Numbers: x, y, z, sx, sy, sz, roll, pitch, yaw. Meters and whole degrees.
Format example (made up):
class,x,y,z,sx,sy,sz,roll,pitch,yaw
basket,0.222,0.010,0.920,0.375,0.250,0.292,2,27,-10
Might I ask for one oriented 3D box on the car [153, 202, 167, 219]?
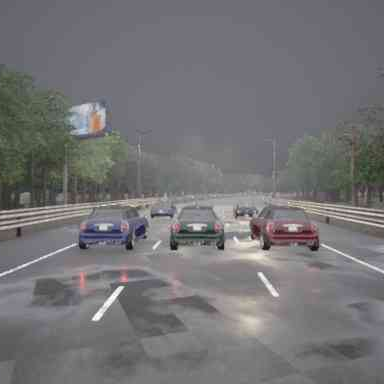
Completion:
class,x,y,z,sx,sy,sz,roll,pitch,yaw
car,-2.407,1.573,29.482,1.994,1.385,4.181,0,0,4

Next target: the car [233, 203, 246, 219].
class,x,y,z,sx,sy,sz,roll,pitch,yaw
car,4.577,1.617,29.000,1.895,1.301,4.718,0,0,4

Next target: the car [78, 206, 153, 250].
class,x,y,z,sx,sy,sz,roll,pitch,yaw
car,-3.228,1.364,14.540,2.097,1.767,4.553,0,0,2

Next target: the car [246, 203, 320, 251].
class,x,y,z,sx,sy,sz,roll,pitch,yaw
car,3.767,1.364,14.283,2.097,1.767,4.553,0,0,2

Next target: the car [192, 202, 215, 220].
class,x,y,z,sx,sy,sz,roll,pitch,yaw
car,1.086,1.617,29.256,1.895,1.301,4.718,0,0,4

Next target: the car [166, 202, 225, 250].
class,x,y,z,sx,sy,sz,roll,pitch,yaw
car,0.270,1.364,14.411,2.097,1.767,4.553,0,0,2
